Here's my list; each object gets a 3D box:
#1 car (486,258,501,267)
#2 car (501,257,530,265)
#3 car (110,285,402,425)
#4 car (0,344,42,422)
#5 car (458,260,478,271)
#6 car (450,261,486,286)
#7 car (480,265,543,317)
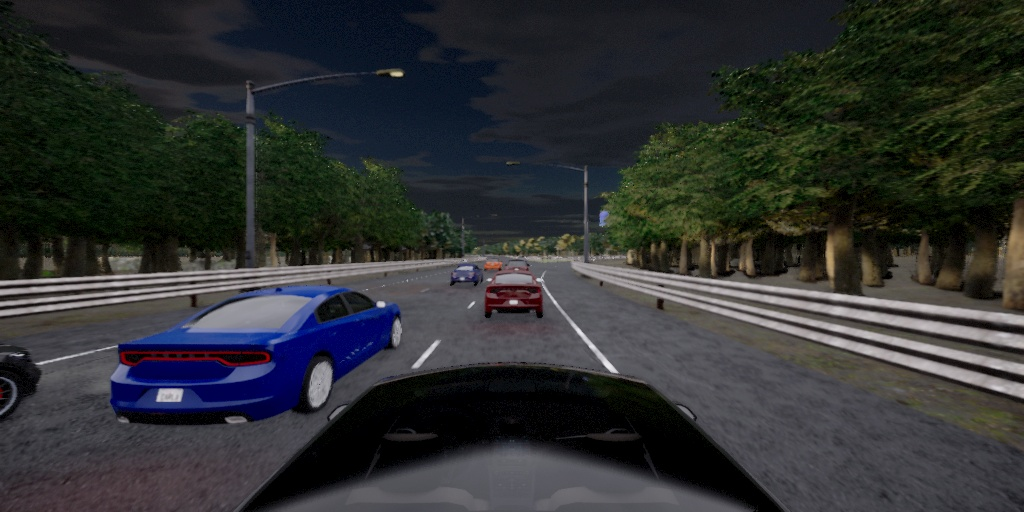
[{"bbox_3d":[-2.370,1.039,47.329,2.097,1.767,4.553,0,0,2],"label":"car"},{"bbox_3d":[0.436,1.087,30.625,2.097,1.767,4.553,0,0,2],"label":"car"},{"bbox_3d":[-3.379,1.226,6.026,1.882,1.535,5.008,0,0,0],"label":"car"},{"bbox_3d":[-6.915,1.271,2.551,1.812,1.442,4.674,0,0,0],"label":"car"},{"bbox_3d":[-5.887,1.281,48.779,1.895,1.301,4.718,0,0,3],"label":"car"},{"bbox_3d":[-3.105,1.266,25.097,1.812,1.442,4.674,0,0,1],"label":"car"},{"bbox_3d":[0.078,1.247,13.254,1.882,1.535,5.008,0,0,1],"label":"car"}]
